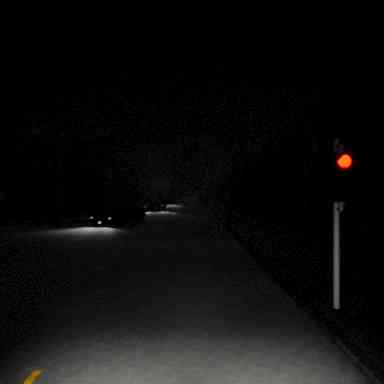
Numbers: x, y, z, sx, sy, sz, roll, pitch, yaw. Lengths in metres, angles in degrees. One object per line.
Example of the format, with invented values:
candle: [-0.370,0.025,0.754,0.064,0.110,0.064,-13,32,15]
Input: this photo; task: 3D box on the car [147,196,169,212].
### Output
car: [-4.077,1.520,39.358,1.812,1.442,4.674,0,0,0]

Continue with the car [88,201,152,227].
car: [-5.025,1.544,23.450,2.033,1.411,5.357,0,0,17]

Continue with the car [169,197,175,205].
car: [-4.027,1.592,59.022,1.895,1.301,4.718,0,0,0]
